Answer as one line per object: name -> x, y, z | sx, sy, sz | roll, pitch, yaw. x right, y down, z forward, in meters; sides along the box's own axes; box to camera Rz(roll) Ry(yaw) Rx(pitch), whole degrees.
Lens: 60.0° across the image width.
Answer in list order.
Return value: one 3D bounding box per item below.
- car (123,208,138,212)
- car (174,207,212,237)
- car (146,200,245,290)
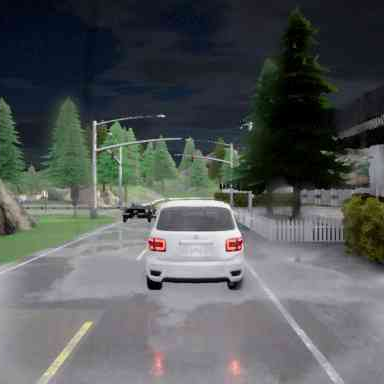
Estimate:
car -> -3.602, 1.313, 23.358 | 1.895, 1.301, 4.718 | 0, 0, 0
car -> 0.018, 1.601, 18.977 | 1.895, 1.301, 4.718 | 0, 0, 0
car -> 0.064, 1.221, 9.214 | 2.150, 2.045, 5.566 | 0, 0, 0
